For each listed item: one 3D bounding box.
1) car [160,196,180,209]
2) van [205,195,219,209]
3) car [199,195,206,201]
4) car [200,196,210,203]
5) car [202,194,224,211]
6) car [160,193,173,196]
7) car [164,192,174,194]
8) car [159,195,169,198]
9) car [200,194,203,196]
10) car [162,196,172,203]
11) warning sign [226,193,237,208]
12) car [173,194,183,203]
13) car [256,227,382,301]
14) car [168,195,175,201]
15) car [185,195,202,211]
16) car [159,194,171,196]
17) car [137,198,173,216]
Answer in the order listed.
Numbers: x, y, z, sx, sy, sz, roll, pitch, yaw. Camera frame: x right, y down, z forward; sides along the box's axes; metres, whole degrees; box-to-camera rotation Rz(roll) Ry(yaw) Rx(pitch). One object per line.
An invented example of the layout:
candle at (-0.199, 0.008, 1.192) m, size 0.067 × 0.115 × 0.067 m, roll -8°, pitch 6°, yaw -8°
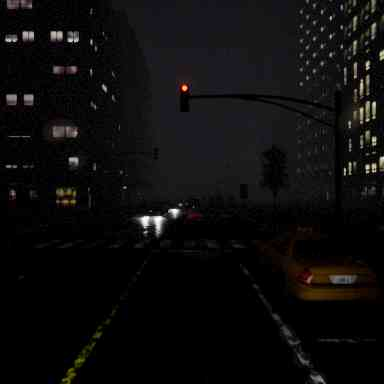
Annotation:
car at (-3.015, 1.620, 46.421) m, size 1.895 × 1.301 × 4.718 m, roll 0°, pitch 0°, yaw 0°
van at (2.768, 1.360, 46.012) m, size 1.690 × 1.788 × 3.998 m, roll 0°, pitch 0°, yaw 0°
car at (2.849, 1.618, 90.395) m, size 1.752 × 1.417 × 4.829 m, roll 0°, pitch 0°, yaw 0°
car at (2.818, 1.605, 73.645) m, size 1.887 × 1.381 × 4.507 m, roll 0°, pitch 0°, yaw 0°
car at (2.758, 1.329, 40.486) m, size 2.192 × 1.841 × 5.009 m, roll 0°, pitch 0°, yaw 0°
car at (-5.572, 1.491, 68.134) m, size 1.967 × 1.590 × 4.097 m, roll 0°, pitch 0°, yaw 0°
car at (-5.553, 1.510, 79.187) m, size 1.967 × 1.590 × 4.097 m, roll 0°, pitch 0°, yaw 0°
car at (-5.591, 1.584, 57.080) m, size 2.008 × 1.369 × 4.403 m, roll 0°, pitch 0°, yaw 0°
car at (2.797, 1.357, 62.591) m, size 2.192 × 1.841 × 5.009 m, roll 0°, pitch 0°, yaw 0°
car at (-5.562, 1.642, 73.661) m, size 1.802 × 1.307 × 4.206 m, roll 0°, pitch 0°, yaw 0°
warning sign at (5.151, 1.132, 43.738) m, size 1.300 × 1.860 × 1.060 m, roll 0°, pitch 0°, yaw 0°
car at (-2.885, 1.599, 68.477) m, size 2.033 × 1.411 × 5.357 m, roll 0°, pitch 0°, yaw 0°
car at (2.701, 1.525, 8.243) m, size 1.752 × 1.417 × 4.829 m, roll 0°, pitch 0°, yaw 0°
car at (-5.532, 1.617, 90.070) m, size 1.752 × 1.417 × 4.829 m, roll 0°, pitch 0°, yaw 0°
car at (0.177, 1.519, 41.722) m, size 1.837 × 1.490 × 4.892 m, roll 0°, pitch 0°, yaw 0°
car at (-5.582, 1.586, 62.606) m, size 1.887 × 1.381 × 4.507 m, roll 0°, pitch 0°, yaw 0°
car at (-3.514, 1.572, 32.408) m, size 1.994 × 1.385 × 4.181 m, roll 0°, pitch 0°, yaw 8°
